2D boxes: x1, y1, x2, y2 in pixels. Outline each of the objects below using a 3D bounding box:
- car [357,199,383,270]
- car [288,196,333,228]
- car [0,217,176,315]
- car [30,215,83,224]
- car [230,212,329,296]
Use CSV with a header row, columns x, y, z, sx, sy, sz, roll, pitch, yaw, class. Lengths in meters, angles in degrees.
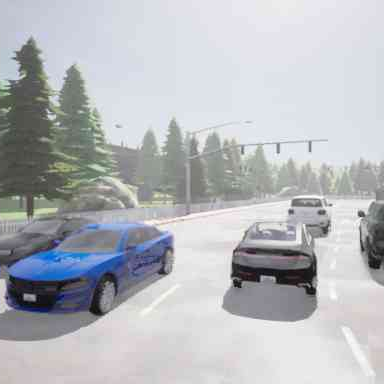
x,y,z,sx,sy,sz,roll,pitch,yaw,class
6.772,1.241,10.783,2.150,2.045,5.566,0,0,23,car
7.187,1.257,20.160,2.150,2.045,5.566,0,0,25,car
-1.961,1.490,7.927,1.882,1.535,5.008,0,0,17,car
-4.536,1.543,11.132,1.812,1.442,4.674,0,0,19,car
2.321,1.508,8.843,2.128,1.511,4.902,0,0,20,car
